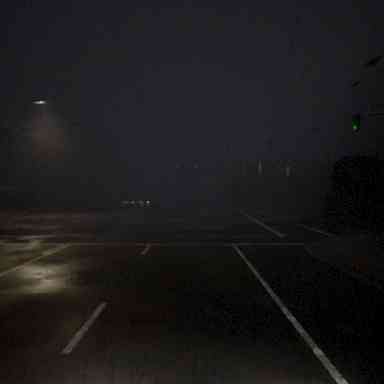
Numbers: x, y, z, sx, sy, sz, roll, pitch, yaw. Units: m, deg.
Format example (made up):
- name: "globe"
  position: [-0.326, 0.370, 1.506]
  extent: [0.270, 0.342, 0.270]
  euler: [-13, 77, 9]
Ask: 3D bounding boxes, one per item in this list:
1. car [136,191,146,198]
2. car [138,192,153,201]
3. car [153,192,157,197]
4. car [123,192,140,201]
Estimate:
- name: "car"
  position: [-14.006, 0.758, 91.097]
  extent: [2.097, 1.767, 4.553]
  euler: [0, -1, 0]
- name: "car"
  position: [-10.505, 1.344, 75.437]
  extent: [1.812, 1.442, 4.674]
  euler: [0, 1, 0]
- name: "car"
  position: [-10.506, 0.903, 91.066]
  extent: [1.837, 1.490, 4.892]
  euler: [0, -1, 0]
- name: "car"
  position: [-14.005, 1.046, 75.403]
  extent: [2.150, 2.045, 5.566]
  euler: [0, 1, 0]
